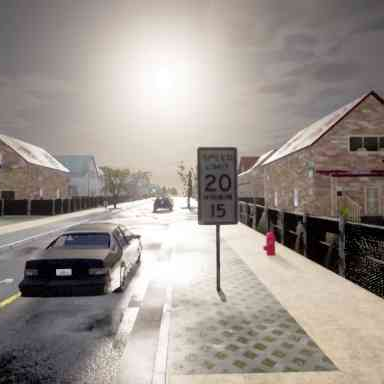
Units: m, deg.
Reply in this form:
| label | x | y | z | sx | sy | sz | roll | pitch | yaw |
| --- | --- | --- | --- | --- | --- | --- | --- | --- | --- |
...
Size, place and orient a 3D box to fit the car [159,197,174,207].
| label | x | y | z | sx | sy | sz | roll | pitch | yaw |
| --- | --- | --- | --- | --- | --- | --- | --- | --- | --- |
| car | -3.736 | 1.492 | 49.442 | 1.994 | 1.385 | 4.181 | 0 | 0 | -2 |

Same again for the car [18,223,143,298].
| label | x | y | z | sx | sy | sz | roll | pitch | yaw |
| --- | --- | --- | --- | --- | --- | --- | --- | --- | --- |
| car | -2.464 | 1.530 | 8.693 | 2.033 | 1.411 | 5.357 | 0 | 0 | -2 |

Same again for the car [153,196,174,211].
| label | x | y | z | sx | sy | sz | roll | pitch | yaw |
| --- | --- | --- | --- | --- | --- | --- | --- | --- | --- |
| car | -3.372 | 1.276 | 39.193 | 2.097 | 1.767 | 4.553 | 0 | 0 | -1 |
